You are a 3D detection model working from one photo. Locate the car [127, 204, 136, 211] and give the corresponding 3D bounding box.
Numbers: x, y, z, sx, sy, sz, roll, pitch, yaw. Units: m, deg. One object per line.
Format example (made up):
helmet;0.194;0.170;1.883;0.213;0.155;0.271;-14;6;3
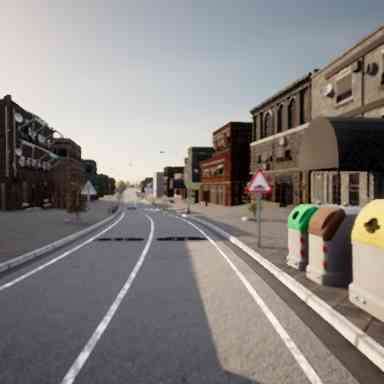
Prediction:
car;-12.808;3.204;70.699;2.033;1.411;5.357;0;-1;-11
